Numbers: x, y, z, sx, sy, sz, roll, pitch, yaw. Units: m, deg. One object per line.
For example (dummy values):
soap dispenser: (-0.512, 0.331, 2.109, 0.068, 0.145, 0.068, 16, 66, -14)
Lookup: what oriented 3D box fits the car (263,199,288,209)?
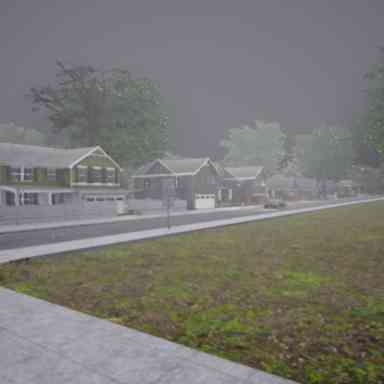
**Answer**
car: (12.182, 1.684, 48.171, 2.033, 1.411, 5.357, -1, 0, 35)
